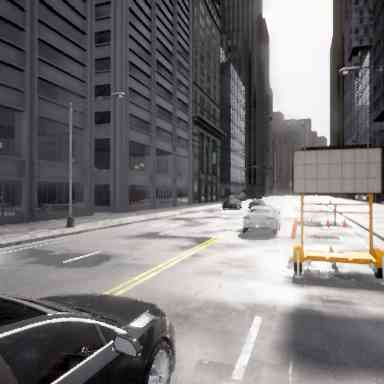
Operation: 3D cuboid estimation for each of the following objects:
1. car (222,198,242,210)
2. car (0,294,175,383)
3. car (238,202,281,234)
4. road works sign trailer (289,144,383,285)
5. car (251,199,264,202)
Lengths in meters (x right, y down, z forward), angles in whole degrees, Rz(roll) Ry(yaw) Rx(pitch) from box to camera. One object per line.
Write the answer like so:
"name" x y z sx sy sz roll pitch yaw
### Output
"car" 5.275 1.542 43.789 1.882 1.535 5.008 0 0 19
"car" -1.662 1.504 2.259 1.837 1.490 4.892 0 0 19
"car" 4.168 1.538 19.545 1.812 1.442 4.674 0 0 19
"road works sign trailer" 4.175 0.466 9.705 2.380 3.560 2.880 0 0 19
"car" 8.494 1.613 43.169 2.033 1.411 5.357 0 0 19
